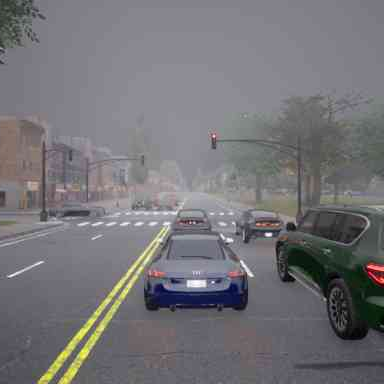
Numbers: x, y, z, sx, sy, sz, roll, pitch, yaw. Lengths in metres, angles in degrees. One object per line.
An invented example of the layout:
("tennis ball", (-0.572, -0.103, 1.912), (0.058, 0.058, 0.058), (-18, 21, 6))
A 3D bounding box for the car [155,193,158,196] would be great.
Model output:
("car", (-6.688, 1.257, 55.104), (2.150, 2.045, 5.566), (0, 1, 0))

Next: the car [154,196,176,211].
("car", (-3.427, 1.621, 42.918), (1.837, 1.490, 4.892), (0, 0, 0))

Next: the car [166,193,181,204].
("car", (-3.446, 1.261, 54.732), (2.150, 2.045, 5.566), (0, 0, 0))

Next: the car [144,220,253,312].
("car", (0.066, 1.583, 7.824), (1.994, 1.385, 4.181), (0, 0, 0))

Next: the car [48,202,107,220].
("car", (-10.139, 1.633, 29.625), (4.902, 1.511, 2.128), (0, 0, -7))

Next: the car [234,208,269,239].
("car", (3.263, 1.581, 16.539), (1.837, 1.490, 4.892), (0, 0, 0))

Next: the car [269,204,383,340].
("car", (3.314, 1.235, 6.677), (2.150, 2.045, 5.566), (0, 0, 0))

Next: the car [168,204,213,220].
("car", (0.010, 1.582, 16.711), (1.837, 1.490, 4.892), (0, 0, 1))

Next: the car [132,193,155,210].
("car", (-6.685, 1.330, 44.851), (2.150, 2.045, 5.566), (0, 0, 0))

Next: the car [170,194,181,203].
("car", (-3.384, 1.261, 69.021), (2.097, 1.767, 4.553), (0, 1, 0))

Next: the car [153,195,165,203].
("car", (-6.650, 1.452, 67.239), (1.812, 1.442, 4.674), (0, 1, 1))
